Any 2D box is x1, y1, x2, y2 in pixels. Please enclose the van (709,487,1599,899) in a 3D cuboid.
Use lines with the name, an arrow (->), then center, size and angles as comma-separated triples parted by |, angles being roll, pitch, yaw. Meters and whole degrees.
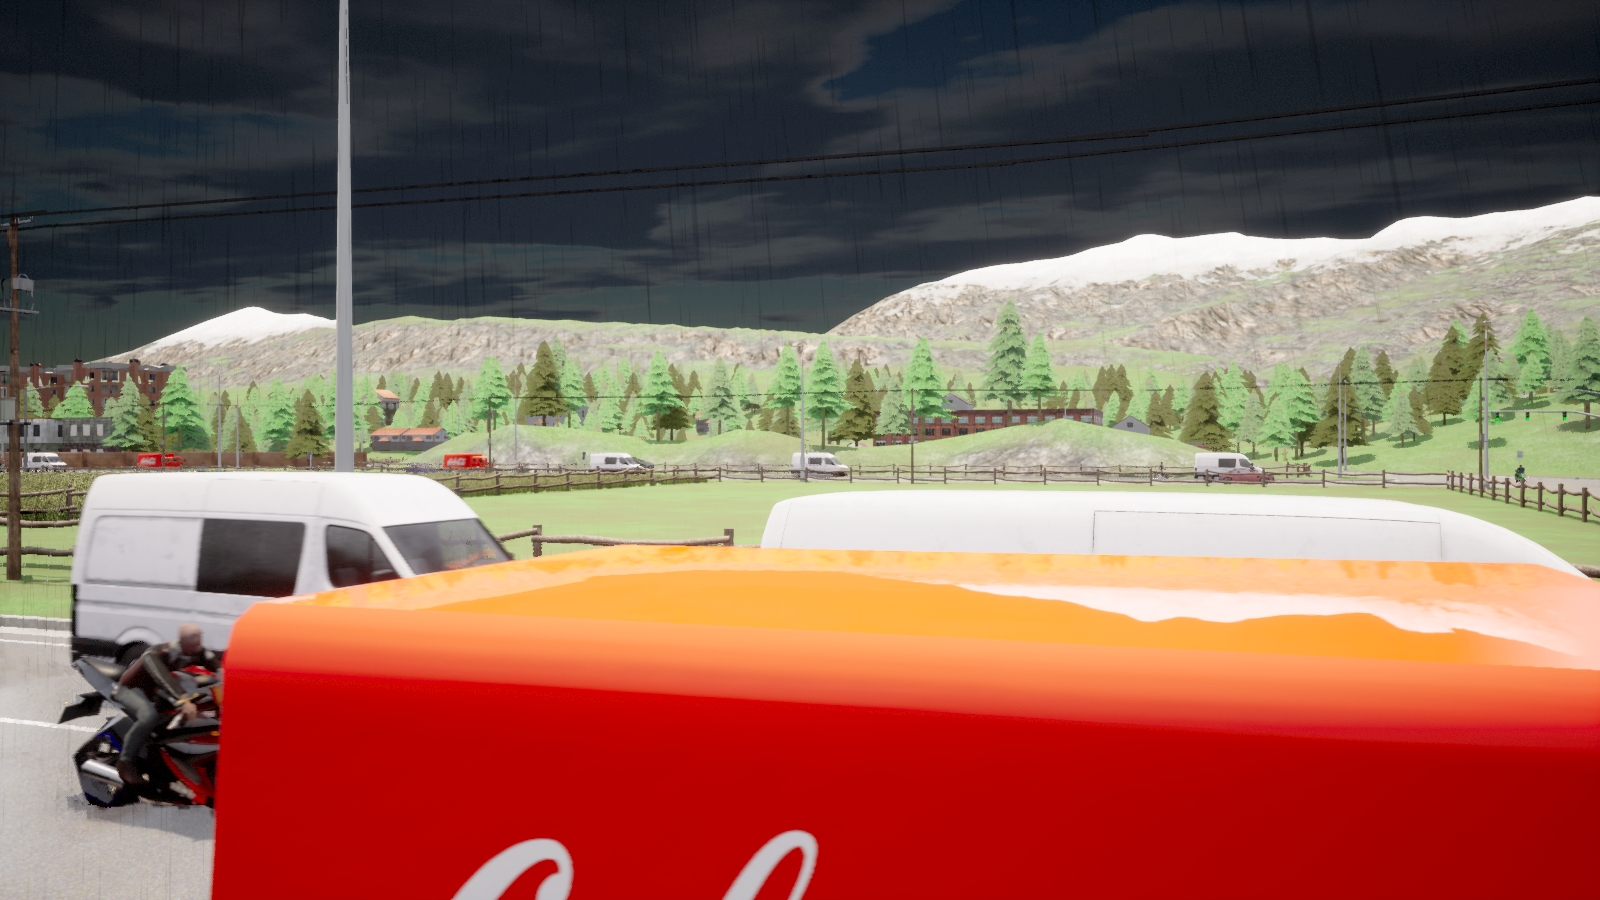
van -> 2.633, 1.535, 6.060 | 5.915, 2.561, 1.988 | 0, 0, 20

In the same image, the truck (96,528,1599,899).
truck -> 1.300, 1.570, 2.902 | 5.204, 2.467, 2.627 | 0, 0, 21

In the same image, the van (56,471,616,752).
van -> -5.142, 1.540, 12.614 | 5.915, 2.561, 1.988 | 0, 0, 20

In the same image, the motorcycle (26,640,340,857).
motorcycle -> -4.713, 2.210, 8.737 | 2.209, 1.251, 0.867 | 0, 0, 20
